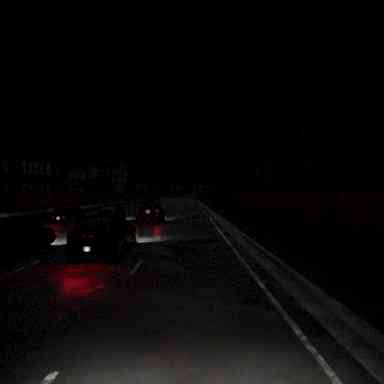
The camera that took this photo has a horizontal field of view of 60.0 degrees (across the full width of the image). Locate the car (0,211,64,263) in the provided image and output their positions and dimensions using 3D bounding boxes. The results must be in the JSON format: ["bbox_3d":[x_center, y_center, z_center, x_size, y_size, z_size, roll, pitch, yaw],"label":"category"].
[{"bbox_3d":[-6.994,1.681,12.493,2.033,1.411,5.357,0,-1,0],"label":"car"}]

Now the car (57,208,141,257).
[{"bbox_3d":[-3.485,1.651,13.493,1.837,1.490,4.892,0,0,0],"label":"car"}]

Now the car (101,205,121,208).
[{"bbox_3d":[-6.984,1.832,28.879,1.812,1.442,4.674,0,0,0],"label":"car"}]

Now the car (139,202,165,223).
[{"bbox_3d":[-3.487,1.652,28.411,2.097,1.767,4.553,0,-1,0],"label":"car"}]

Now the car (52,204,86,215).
[{"bbox_3d":[-10.487,1.809,28.492,1.837,1.490,4.892,0,0,0],"label":"car"}]
